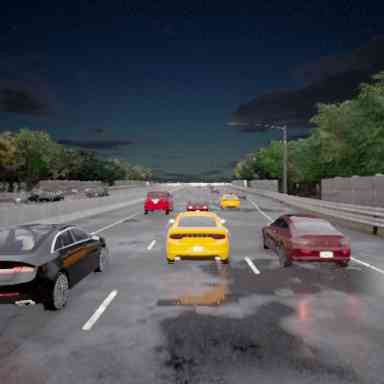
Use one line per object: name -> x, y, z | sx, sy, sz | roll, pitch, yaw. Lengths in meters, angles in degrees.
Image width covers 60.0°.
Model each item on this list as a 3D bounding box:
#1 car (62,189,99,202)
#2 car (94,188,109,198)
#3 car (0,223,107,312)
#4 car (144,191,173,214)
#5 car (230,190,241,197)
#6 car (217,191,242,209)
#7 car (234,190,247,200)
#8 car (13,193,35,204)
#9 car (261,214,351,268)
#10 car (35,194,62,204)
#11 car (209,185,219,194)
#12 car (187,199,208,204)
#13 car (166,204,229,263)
car -> -13.355, 0.837, 40.188 | 2.097, 1.767, 4.553 | 0, 1, 2
car -> -16.174, 0.276, 57.945 | 2.150, 2.045, 5.566 | 0, 2, 3
car -> -3.355, 1.469, 7.662 | 2.128, 1.511, 4.902 | 0, 0, 0
car -> -2.967, 0.891, 30.343 | 2.150, 2.045, 5.566 | 0, 1, 2
car -> 8.709, 0.344, 67.028 | 1.895, 1.301, 4.718 | 0, 2, 2
car -> 4.138, 1.009, 37.246 | 1.882, 1.535, 5.008 | 0, 1, 2
car -> 8.213, 0.619, 56.971 | 1.994, 1.385, 4.181 | 0, 2, 4
car -> -22.942, 0.852, 46.277 | 2.128, 1.511, 4.902 | 0, 1, -1
car -> 3.565, 1.463, 11.042 | 1.812, 1.442, 4.674 | 0, 0, 1
car -> -20.019, 0.929, 47.512 | 1.895, 1.301, 4.718 | 0, 1, 2
car -> 5.893, -0.333, 85.931 | 1.812, 1.442, 4.674 | 0, 2, 2
car -> 0.524, 1.276, 29.969 | 1.895, 1.301, 4.718 | 0, 1, 2
car -> 0.184, 1.425, 11.830 | 1.882, 1.535, 5.008 | 0, 1, 1
